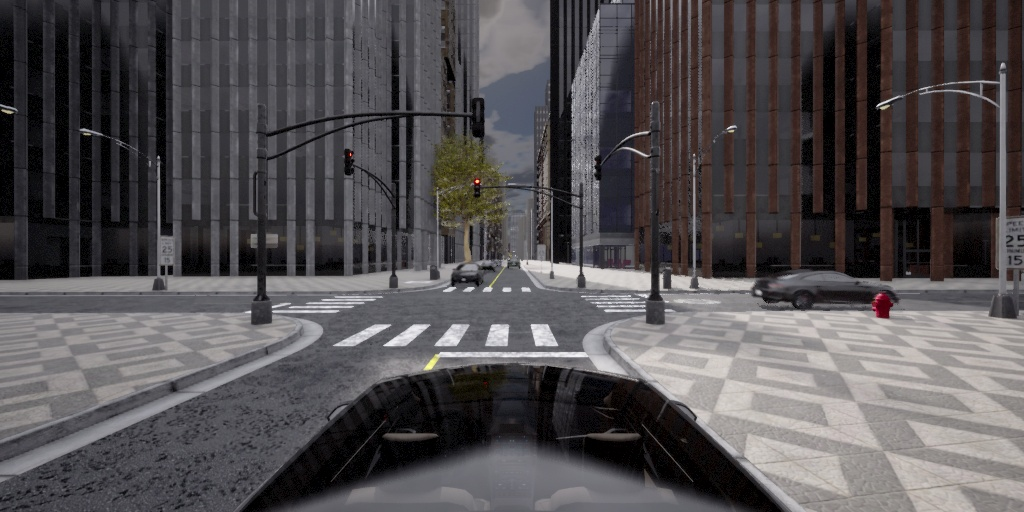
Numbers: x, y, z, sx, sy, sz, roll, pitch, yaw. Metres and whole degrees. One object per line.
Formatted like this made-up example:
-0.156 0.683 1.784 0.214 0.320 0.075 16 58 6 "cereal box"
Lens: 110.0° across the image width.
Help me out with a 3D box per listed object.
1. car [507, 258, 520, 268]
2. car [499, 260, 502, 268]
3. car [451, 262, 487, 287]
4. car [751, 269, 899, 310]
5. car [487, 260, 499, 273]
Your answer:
0.297 1.105 59.982 2.097 1.767 4.553 0 0 0 "car"
-2.790 1.346 63.465 1.994 1.385 4.181 0 0 0 "car"
-3.024 1.229 24.978 1.882 1.535 5.008 0 0 0 "car"
11.764 1.231 13.697 4.674 1.442 1.812 0 0 2 "car"
-2.954 1.353 44.321 1.895 1.301 4.718 0 0 0 "car"
